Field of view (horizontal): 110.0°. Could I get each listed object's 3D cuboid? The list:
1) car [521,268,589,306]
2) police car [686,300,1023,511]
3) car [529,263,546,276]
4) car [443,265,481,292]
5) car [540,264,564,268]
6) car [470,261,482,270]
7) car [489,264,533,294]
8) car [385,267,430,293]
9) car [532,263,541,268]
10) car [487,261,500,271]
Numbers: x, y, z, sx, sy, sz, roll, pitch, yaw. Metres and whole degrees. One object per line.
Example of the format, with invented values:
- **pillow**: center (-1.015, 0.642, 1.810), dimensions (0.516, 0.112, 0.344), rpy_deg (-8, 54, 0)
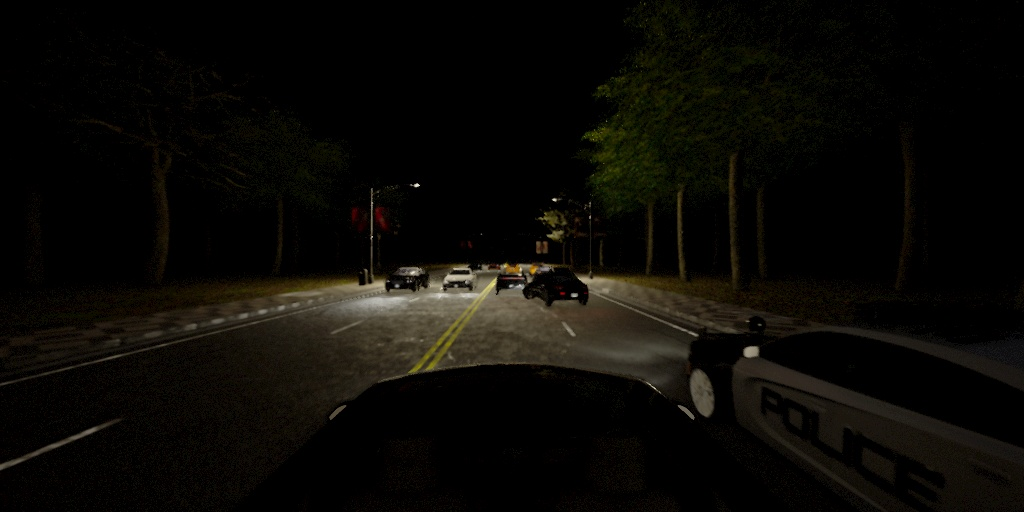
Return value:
- **car**: center (2.030, 1.452, 16.856), dimensions (1.812, 1.442, 4.674), rpy_deg (0, -1, -13)
- **police car**: center (3.250, 1.190, 2.922), dimensions (1.930, 1.638, 5.238), rpy_deg (0, -1, 0)
- **car**: center (3.250, 1.714, 46.807), dimensions (1.882, 1.535, 5.008), rpy_deg (0, -1, 0)
- **car**: center (-3.348, 1.525, 23.801), dimensions (1.812, 1.442, 4.674), rpy_deg (0, -1, 0)
- **car**: center (3.250, 1.514, 24.808), dimensions (1.837, 1.490, 4.892), rpy_deg (0, -1, 0)
- **car**: center (-6.527, 1.725, 64.621), dimensions (2.097, 1.767, 4.553), rpy_deg (0, 0, 0)
- **car**: center (0.024, 1.475, 22.185), dimensions (2.128, 1.511, 4.902), rpy_deg (0, -1, 2)
- **car**: center (-6.597, 1.483, 23.072), dimensions (2.128, 1.511, 4.902), rpy_deg (0, -1, 0)
- **car**: center (3.250, 1.687, 35.807), dimensions (1.994, 1.385, 4.181), rpy_deg (0, -1, 0)
- **car**: center (-3.275, 1.729, 65.027), dimensions (2.097, 1.767, 4.553), rpy_deg (0, 0, 0)
